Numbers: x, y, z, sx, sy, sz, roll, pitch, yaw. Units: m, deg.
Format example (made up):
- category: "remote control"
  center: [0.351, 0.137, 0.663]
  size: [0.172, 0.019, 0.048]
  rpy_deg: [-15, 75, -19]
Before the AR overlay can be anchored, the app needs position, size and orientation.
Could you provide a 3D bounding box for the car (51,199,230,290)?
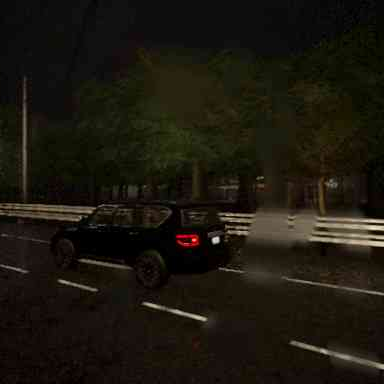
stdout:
- category: "car"
  center: [-1.624, 1.220, 9.329]
  size: [5.566, 2.045, 2.150]
  rpy_deg: [0, 0, 36]
